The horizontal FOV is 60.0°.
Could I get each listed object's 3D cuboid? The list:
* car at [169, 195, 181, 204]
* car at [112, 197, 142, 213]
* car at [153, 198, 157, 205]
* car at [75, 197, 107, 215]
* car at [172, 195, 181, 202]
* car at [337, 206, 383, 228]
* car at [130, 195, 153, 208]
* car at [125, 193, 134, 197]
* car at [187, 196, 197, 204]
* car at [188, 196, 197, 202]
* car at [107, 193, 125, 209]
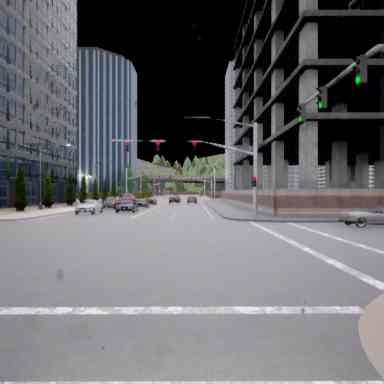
[{"bbox_3d":[-3.476,1.496,64.570,1.837,1.490,4.892,0,0,0],"label":"car"},{"bbox_3d":[-7.086,1.559,36.760,1.994,1.385,4.181,0,0,0],"label":"car"},{"bbox_3d":[-7.062,1.593,56.709,1.895,1.301,4.718,0,0,0],"label":"car"},{"bbox_3d":[-10.586,1.521,34.443,1.812,1.442,4.674,0,0,0],"label":"car"},{"bbox_3d":[-3.473,1.498,73.644,1.812,1.442,4.674,0,0,0],"label":"car"},{"bbox_3d":[11.888,1.542,21.239,4.718,1.301,1.895,0,0,0],"label":"car"},{"bbox_3d":[-7.082,1.558,46.669,1.994,1.385,4.181,0,0,0],"label":"car"},{"bbox_3d":[-10.576,1.214,53.790,2.150,2.045,5.566,0,0,0],"label":"car"},{"bbox_3d":[0.024,1.483,64.567,2.128,1.511,4.902,0,0,0],"label":"car"},{"bbox_3d":[0.027,1.569,73.673,1.895,1.301,4.718,0,0,0],"label":"car"},{"bbox_3d":[-10.583,1.346,43.376,2.097,1.767,4.553,0,0,0],"label":"car"}]
